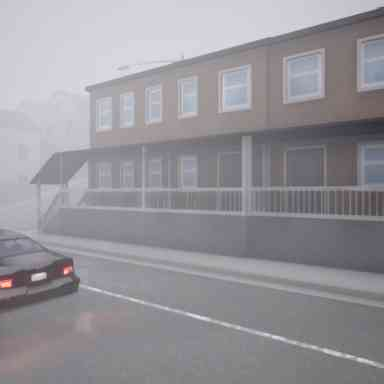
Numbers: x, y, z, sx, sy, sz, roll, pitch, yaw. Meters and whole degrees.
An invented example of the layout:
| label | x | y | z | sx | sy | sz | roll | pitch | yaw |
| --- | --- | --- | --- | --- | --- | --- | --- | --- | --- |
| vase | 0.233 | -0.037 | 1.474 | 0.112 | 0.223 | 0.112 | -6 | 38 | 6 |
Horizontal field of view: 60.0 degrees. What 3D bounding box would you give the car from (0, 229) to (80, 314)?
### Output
| label | x | y | z | sx | sy | sz | roll | pitch | yaw |
| --- | --- | --- | --- | --- | --- | --- | --- | --- | --- |
| car | -4.737 | 1.543 | 7.343 | 5.357 | 1.411 | 2.033 | 0 | 0 | 36 |
